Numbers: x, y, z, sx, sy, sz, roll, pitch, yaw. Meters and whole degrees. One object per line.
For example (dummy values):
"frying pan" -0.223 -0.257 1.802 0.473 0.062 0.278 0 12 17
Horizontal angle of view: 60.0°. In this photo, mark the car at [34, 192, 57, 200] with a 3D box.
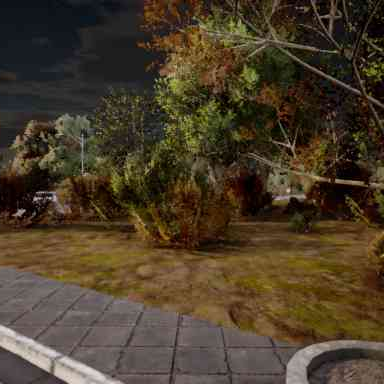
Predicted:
"car" -18.686 0.994 39.324 2.150 2.045 5.566 0 0 32
